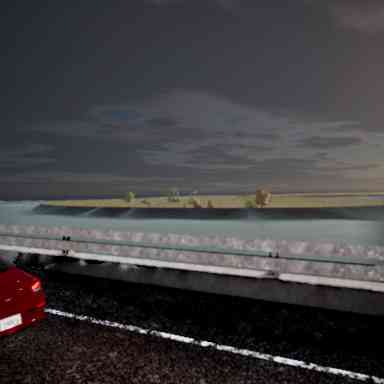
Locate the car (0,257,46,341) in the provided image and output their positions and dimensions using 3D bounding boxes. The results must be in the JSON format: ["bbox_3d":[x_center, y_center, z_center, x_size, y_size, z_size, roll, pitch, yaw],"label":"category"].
[{"bbox_3d":[-4.456,1.554,5.381,4.674,1.442,1.812,0,0,26],"label":"car"}]
